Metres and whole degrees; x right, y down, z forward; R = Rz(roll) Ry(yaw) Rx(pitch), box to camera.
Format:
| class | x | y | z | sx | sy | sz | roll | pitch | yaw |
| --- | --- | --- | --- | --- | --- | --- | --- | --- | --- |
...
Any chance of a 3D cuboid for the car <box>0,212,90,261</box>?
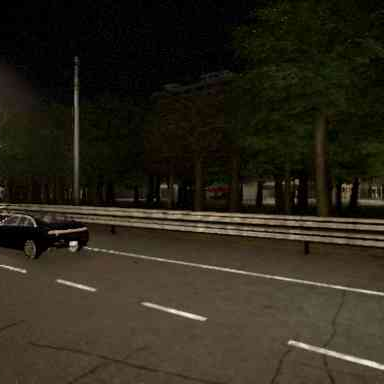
| class | x | y | z | sx | sy | sz | roll | pitch | yaw |
| --- | --- | --- | --- | --- | --- | --- | --- | --- | --- |
| car | -5.878 | 1.487 | 12.363 | 4.902 | 1.511 | 2.128 | 0 | 0 | 36 |
